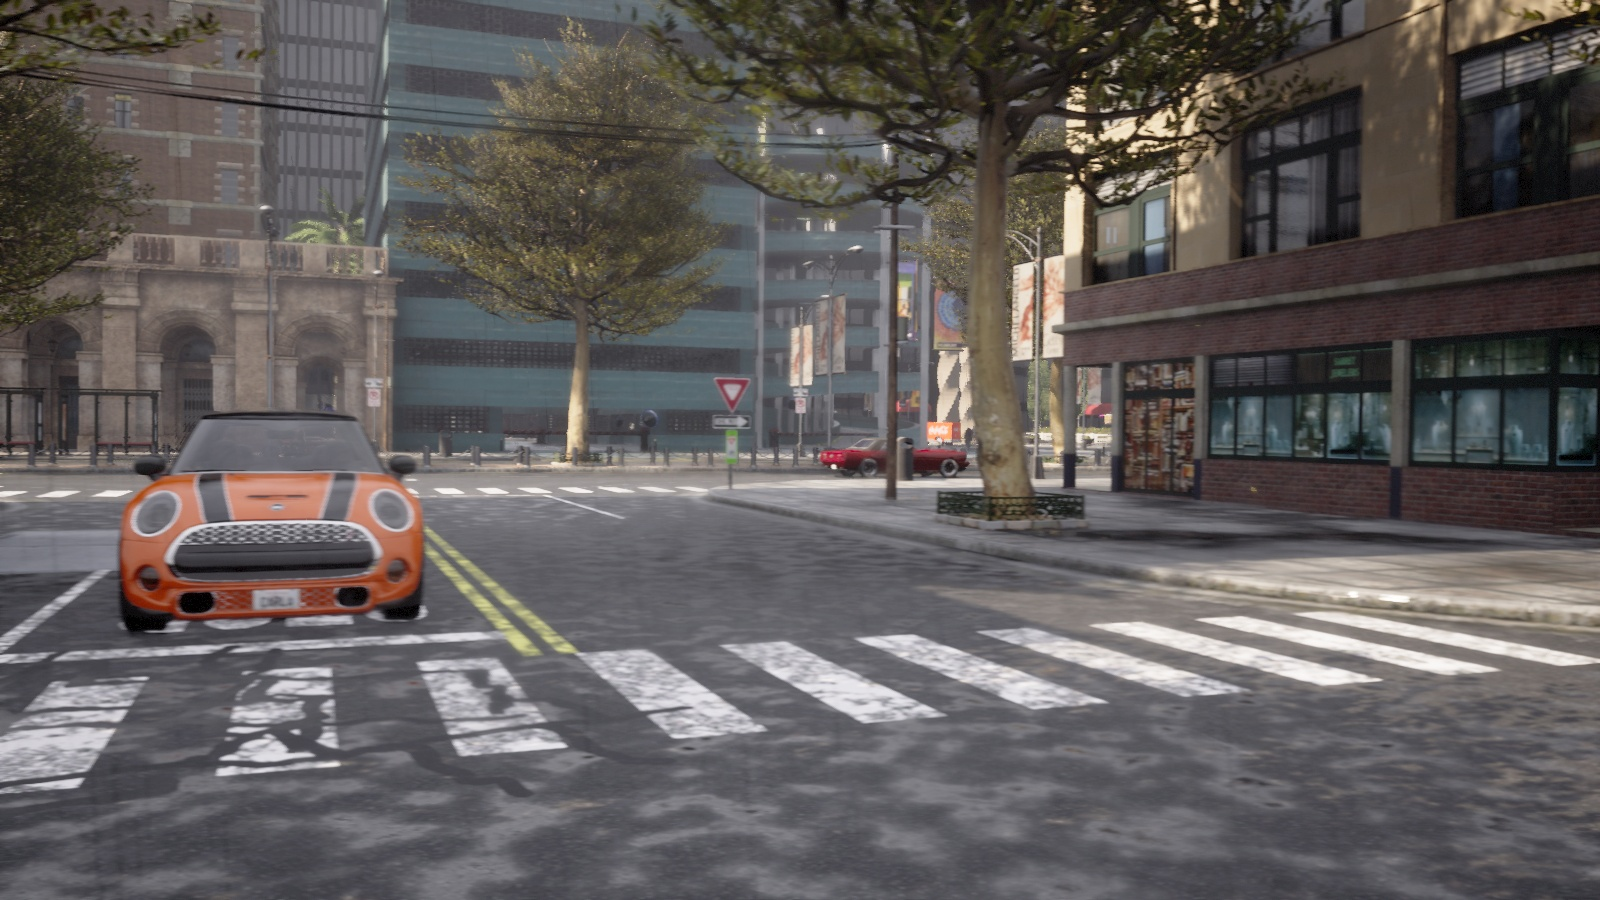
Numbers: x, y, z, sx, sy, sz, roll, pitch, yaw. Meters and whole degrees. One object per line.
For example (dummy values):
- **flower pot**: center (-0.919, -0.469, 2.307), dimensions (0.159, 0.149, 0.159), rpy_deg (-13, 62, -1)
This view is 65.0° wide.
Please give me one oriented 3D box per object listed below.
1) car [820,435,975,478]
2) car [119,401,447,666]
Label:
- **car**: center (3.212, 0.190, 41.361), dimensions (4.718, 1.301, 1.895), rpy_deg (-1, 1, -22)
- **car**: center (-4.407, 0.528, 10.902), dimensions (2.097, 1.767, 4.553), rpy_deg (-1, 1, -22)
